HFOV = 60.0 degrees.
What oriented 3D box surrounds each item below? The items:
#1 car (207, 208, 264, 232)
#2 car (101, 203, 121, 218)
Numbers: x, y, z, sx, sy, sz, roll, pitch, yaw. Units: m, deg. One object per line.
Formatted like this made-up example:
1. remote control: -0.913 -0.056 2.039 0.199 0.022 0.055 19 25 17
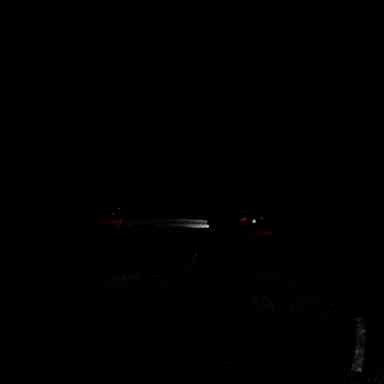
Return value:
1. car: 2.742 1.749 21.737 1.994 1.385 4.181 0 -1 -30
2. car: -8.759 1.882 34.397 2.128 1.511 4.902 0 -1 -29
